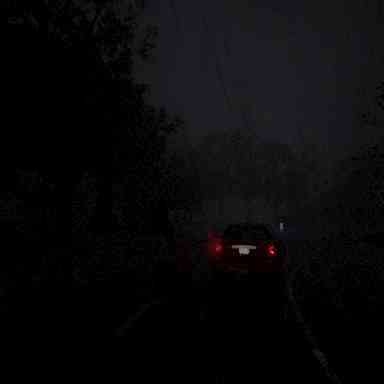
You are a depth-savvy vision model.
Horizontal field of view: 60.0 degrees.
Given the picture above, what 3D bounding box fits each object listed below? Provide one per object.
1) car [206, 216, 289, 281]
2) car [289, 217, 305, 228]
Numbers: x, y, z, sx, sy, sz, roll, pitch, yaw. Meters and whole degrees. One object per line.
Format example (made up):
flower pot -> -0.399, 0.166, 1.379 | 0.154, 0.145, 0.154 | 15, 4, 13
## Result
car -> 2.170, 1.871, 11.782 | 2.097, 1.767, 4.553 | -1, -3, 18
car -> 11.189, 3.725, 40.993 | 5.357, 1.411, 2.033 | 0, -3, -1
